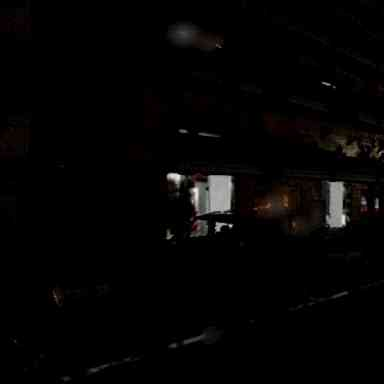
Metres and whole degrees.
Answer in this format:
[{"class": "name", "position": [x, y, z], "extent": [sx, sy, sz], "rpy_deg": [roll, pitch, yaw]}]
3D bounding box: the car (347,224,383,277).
[{"class": "car", "position": [5.455, 1.678, 10.465], "extent": [4.206, 1.307, 1.802], "rpy_deg": [1, 0, -36]}]

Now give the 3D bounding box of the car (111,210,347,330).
[{"class": "car", "position": [0.873, 1.359, 7.187], "extent": [5.009, 1.841, 2.192], "rpy_deg": [1, 0, -36]}]

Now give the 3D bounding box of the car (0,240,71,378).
[{"class": "car", "position": [-3.713, 1.433, 3.908], "extent": [4.097, 1.590, 1.967], "rpy_deg": [1, 0, -36]}]
